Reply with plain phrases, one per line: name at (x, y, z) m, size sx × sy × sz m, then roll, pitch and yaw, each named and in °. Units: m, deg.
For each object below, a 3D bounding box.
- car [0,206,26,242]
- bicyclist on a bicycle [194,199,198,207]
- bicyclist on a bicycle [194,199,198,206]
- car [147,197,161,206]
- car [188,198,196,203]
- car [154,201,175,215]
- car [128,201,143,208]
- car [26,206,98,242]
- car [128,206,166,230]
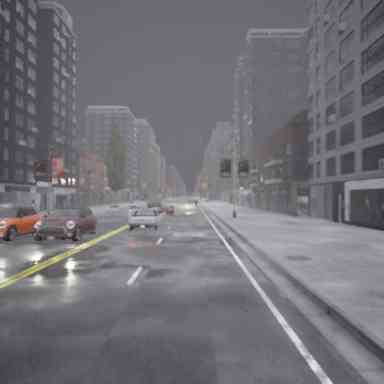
car at (-9.845, 1.587, 17.787) m, size 2.097 × 1.767 × 4.553 m, roll 0°, pitch -1°, yaw 0°
bicyclist on a bicycle at (0.910, 2.297, 67.481) m, size 0.582 × 1.620 × 1.656 m, roll 0°, pitch -1°, yaw 0°
bicyclist on a bicycle at (0.906, 2.385, 76.478) m, size 0.866 × 1.612 × 1.509 m, roll 0°, pitch -1°, yaw 0°
car at (-6.541, 1.957, 58.140) m, size 2.150 × 2.045 × 5.566 m, roll 0°, pitch -1°, yaw 1°
car at (0.022, 2.451, 94.853) m, size 1.882 × 1.535 × 5.008 m, roll 0°, pitch -1°, yaw 0°
car at (-3.140, 2.125, 40.452) m, size 1.895 × 1.301 × 4.718 m, roll 0°, pitch -1°, yaw 0°
car at (-9.789, 2.262, 58.198) m, size 1.812 × 1.442 × 4.674 m, roll 0°, pitch -1°, yaw 1°
car at (-6.596, 1.587, 17.797) m, size 2.097 × 1.767 × 4.553 m, roll 0°, pitch -1°, yaw 0°
car at (-3.144, 1.910, 23.483) m, size 1.895 × 1.301 × 4.718 m, roll 0°, pitch -1°, yaw 0°
